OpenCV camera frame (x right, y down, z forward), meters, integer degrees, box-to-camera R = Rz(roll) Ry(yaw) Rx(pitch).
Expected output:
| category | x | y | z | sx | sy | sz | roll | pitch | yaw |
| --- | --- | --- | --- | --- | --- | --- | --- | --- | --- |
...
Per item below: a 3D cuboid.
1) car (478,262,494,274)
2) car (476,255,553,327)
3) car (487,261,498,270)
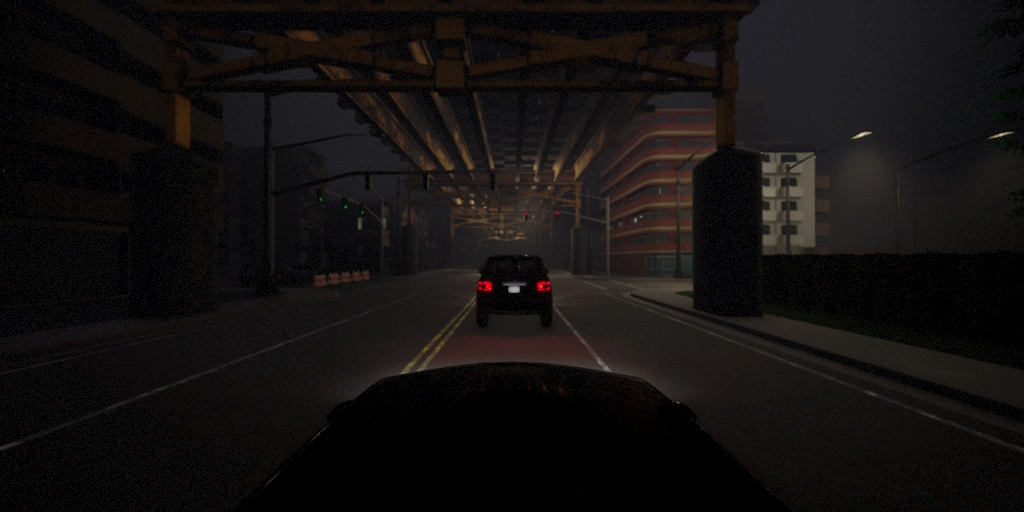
| category | x | y | z | sx | sy | sz | roll | pitch | yaw |
| --- | --- | --- | --- | --- | --- | --- | --- | --- | --- |
| car | -3.543 | 1.584 | 48.689 | 1.812 | 1.442 | 4.674 | 0 | 0 | 0 |
| car | 0.079 | 1.030 | 11.964 | 2.150 | 2.045 | 5.566 | 0 | -2 | 0 |
| car | -3.469 | 1.664 | 65.145 | 1.812 | 1.442 | 4.674 | 0 | 0 | 1 |
